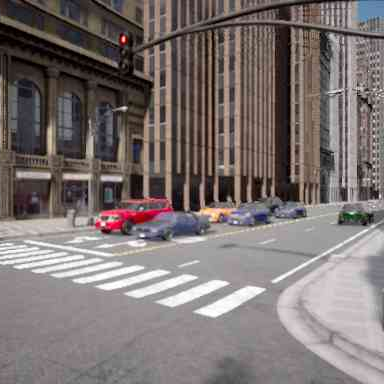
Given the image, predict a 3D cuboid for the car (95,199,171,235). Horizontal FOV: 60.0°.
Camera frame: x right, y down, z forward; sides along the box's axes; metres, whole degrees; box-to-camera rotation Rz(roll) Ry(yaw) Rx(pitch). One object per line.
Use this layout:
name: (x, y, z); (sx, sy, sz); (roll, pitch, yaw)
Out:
car: (-3.417, 1.487, 20.997); (2.150, 2.045, 5.566); (0, -1, 36)

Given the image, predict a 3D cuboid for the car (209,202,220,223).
car: (2.358, 1.701, 29.084); (2.097, 1.767, 4.553); (0, 0, 35)

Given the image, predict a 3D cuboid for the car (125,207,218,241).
car: (-0.968, 1.813, 18.834); (2.033, 1.411, 5.357); (0, 0, 36)

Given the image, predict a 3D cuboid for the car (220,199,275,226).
car: (4.534, 1.698, 26.538); (2.097, 1.767, 4.553); (0, 0, 36)

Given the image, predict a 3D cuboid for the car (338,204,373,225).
car: (13.942, 1.764, 28.193); (2.097, 1.767, 4.553); (0, -1, 36)

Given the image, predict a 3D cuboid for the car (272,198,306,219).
car: (10.179, 1.781, 34.438); (2.097, 1.767, 4.553); (0, 0, 36)
